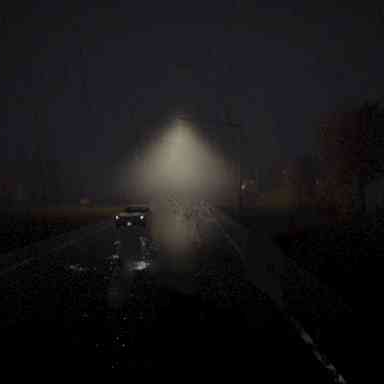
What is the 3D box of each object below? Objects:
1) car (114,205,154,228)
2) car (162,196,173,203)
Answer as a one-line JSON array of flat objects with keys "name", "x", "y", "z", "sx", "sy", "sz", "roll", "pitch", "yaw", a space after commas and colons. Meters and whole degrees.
[{"name": "car", "x": -3.595, "y": 1.526, "z": 21.299, "sx": 1.895, "sy": 1.301, "sz": 4.718, "roll": 0, "pitch": 0, "yaw": 0}, {"name": "car", "x": -4.682, "y": 1.371, "z": 62.535, "sx": 1.994, "sy": 1.385, "sz": 4.181, "roll": 0, "pitch": 0, "yaw": -6}]
